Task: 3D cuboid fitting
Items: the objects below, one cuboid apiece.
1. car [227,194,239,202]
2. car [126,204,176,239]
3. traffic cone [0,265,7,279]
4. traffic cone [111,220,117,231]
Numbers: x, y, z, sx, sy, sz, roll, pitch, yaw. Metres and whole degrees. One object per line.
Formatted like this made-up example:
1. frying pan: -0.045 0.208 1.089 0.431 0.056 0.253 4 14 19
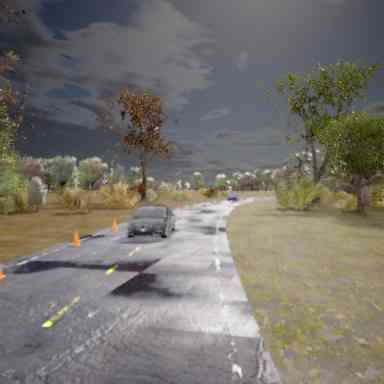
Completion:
1. car: 8.399 1.128 68.431 1.882 1.535 5.008 0 0 15
2. car: -1.924 1.412 16.898 1.837 1.490 4.892 0 0 5
3. traffic cone: -5.003 1.900 8.534 0.340 0.580 0.340 0 0 3
4. traffic cone: -4.332 1.849 18.633 0.340 0.580 0.340 0 0 5
